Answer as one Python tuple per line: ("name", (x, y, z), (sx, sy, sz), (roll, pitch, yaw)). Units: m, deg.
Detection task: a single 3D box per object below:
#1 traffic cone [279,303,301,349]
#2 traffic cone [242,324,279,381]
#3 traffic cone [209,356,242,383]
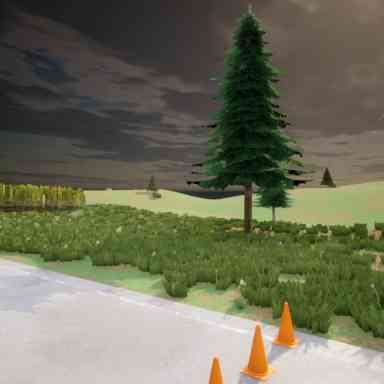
("traffic cone", (1.412, 1.955, 4.982), (0.340, 0.580, 0.340), (0, 0, 36))
("traffic cone", (0.828, 1.955, 4.171), (0.340, 0.580, 0.340), (0, 0, 36))
("traffic cone", (0.243, 1.955, 3.359), (0.340, 0.580, 0.340), (0, 0, 36))
